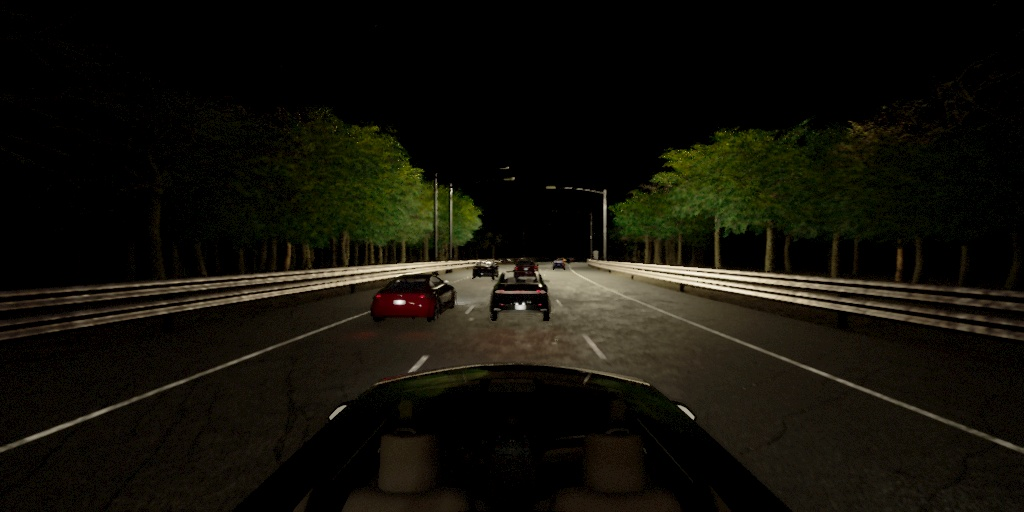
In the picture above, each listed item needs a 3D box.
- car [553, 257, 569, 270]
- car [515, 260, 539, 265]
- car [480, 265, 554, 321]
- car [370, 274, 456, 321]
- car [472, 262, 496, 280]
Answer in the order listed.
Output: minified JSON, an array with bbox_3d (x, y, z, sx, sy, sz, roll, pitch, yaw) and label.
[{"bbox_3d":[6.934,1.281,53.101,2.033,1.411,5.357,0,0,7],"label":"car"},{"bbox_3d":[1.301,1.093,31.400,2.097,1.767,4.553,0,0,4],"label":"car"},{"bbox_3d":[0.305,1.239,12.563,2.128,1.511,4.902,0,0,2],"label":"car"},{"bbox_3d":[-3.198,1.308,12.378,1.994,1.385,4.181,0,0,2],"label":"car"},{"bbox_3d":[-2.222,1.229,31.306,2.128,1.511,4.902,0,0,4],"label":"car"}]
